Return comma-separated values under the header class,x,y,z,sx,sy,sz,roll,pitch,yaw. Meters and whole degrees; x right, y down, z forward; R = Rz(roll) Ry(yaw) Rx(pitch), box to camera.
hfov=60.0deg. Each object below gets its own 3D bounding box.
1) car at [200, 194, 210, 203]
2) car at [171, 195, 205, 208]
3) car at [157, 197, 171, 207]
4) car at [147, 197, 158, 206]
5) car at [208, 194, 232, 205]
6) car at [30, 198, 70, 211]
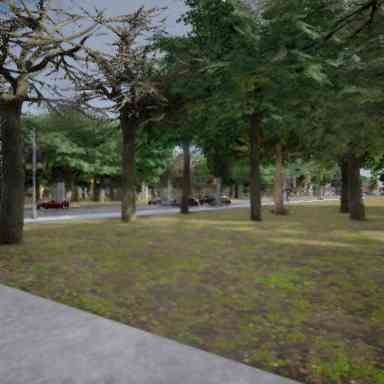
class,x,y,z,sx,sy,sz,roll,pitch,yaw
car,3.343,1.383,62.133,2.150,2.045,5.566,0,0,35
car,-0.567,1.640,50.974,1.837,1.490,4.892,0,0,37
car,-2.645,1.688,53.644,2.033,1.411,5.357,0,0,36
car,-5.951,1.633,60.306,1.882,1.535,5.008,0,0,36
car,5.300,1.661,59.277,1.837,1.490,4.892,0,0,36
car,-18.353,1.594,43.073,1.882,1.535,5.008,0,0,36
